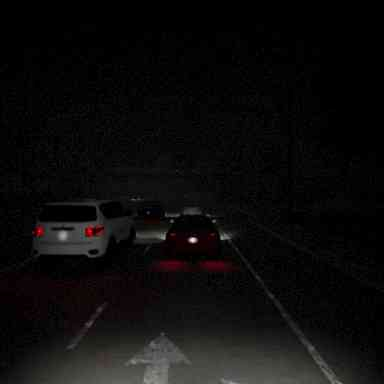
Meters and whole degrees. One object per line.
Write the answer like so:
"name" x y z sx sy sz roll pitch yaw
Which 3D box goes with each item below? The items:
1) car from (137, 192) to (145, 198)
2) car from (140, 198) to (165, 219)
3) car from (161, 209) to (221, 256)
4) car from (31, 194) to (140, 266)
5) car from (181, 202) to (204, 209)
"car" -14.019 1.151 86.175 1.837 1.490 4.892 0 1 0
"car" -3.453 1.495 29.000 1.882 1.535 5.008 0 0 1
"car" 0.045 1.573 13.078 1.994 1.385 4.181 0 0 0
"car" -3.471 1.230 11.685 2.150 2.045 5.566 0 0 0
"car" 0.037 1.543 27.771 1.812 1.442 4.674 0 0 1
